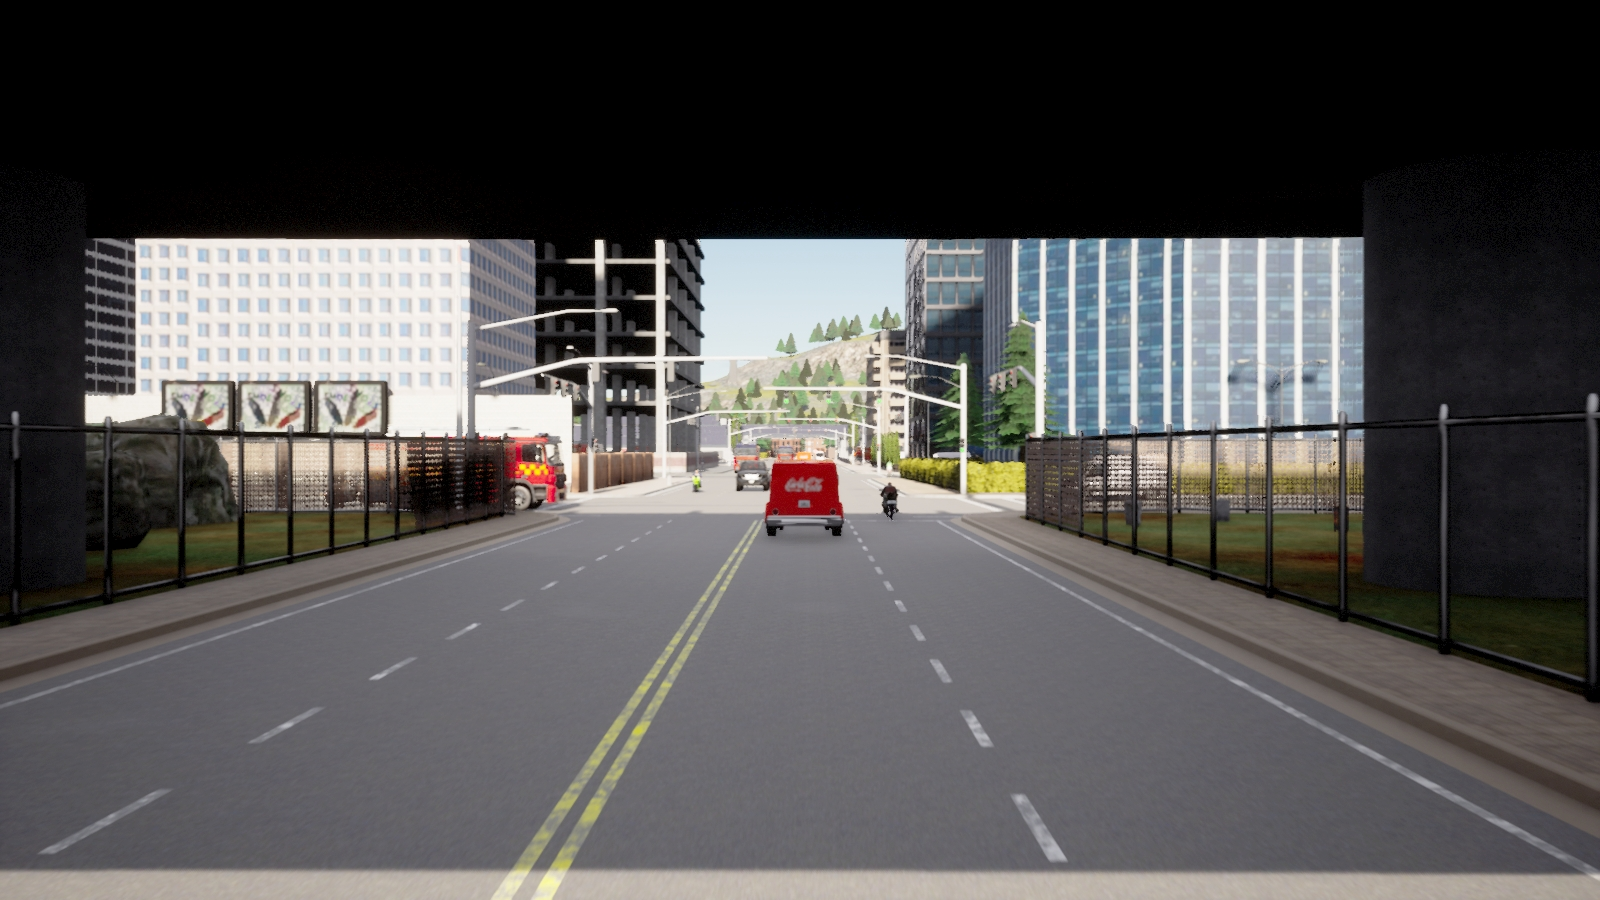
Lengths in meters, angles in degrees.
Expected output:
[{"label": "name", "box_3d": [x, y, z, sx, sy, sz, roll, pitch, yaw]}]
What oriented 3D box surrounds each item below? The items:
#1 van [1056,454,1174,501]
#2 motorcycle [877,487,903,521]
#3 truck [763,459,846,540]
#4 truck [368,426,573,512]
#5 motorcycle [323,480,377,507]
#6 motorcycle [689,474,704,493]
[{"label": "van", "box_3d": [17.176, 1.478, 62.498, 5.915, 2.561, 1.988, 0, 0, 0]}, {"label": "motorcycle", "box_3d": [3.652, 2.196, 46.487, 0.867, 1.251, 2.209, 0, 0, 0]}, {"label": "truck", "box_3d": [0.143, 1.575, 38.753, 2.627, 2.467, 5.204, 0, 1, 0]}, {"label": "truck", "box_3d": [-14.841, 0.837, 51.944, 8.468, 3.827, 2.891, 0, 0, 0]}, {"label": "motorcycle", "box_3d": [-21.939, 2.113, 55.729, 2.356, 1.277, 0.764, 0, 0, 0]}, {"label": "motorcycle", "box_3d": [-6.741, 2.185, 74.752, 0.803, 1.199, 2.033, 0, 0, 0]}]
